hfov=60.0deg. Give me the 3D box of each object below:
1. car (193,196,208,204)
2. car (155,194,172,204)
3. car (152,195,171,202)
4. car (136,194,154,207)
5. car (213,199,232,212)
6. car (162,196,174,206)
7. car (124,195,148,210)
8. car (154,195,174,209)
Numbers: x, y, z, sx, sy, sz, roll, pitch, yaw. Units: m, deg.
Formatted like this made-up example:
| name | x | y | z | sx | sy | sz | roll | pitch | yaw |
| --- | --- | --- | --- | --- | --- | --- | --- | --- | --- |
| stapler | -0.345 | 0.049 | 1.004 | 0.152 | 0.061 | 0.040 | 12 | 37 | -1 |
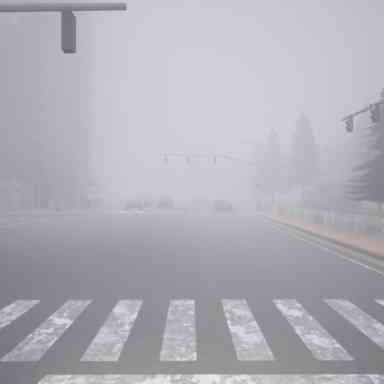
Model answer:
| name | x | y | z | sx | sy | sz | roll | pitch | yaw |
| --- | --- | --- | --- | --- | --- | --- | --- | --- | --- |
| car | 1.670 | 1.513 | 64.736 | 1.812 | 1.442 | 4.674 | 0 | 0 | -16 |
| car | -5.514 | 1.339 | 64.166 | 2.097 | 1.767 | 4.553 | 0 | 0 | -19 |
| car | -6.877 | 1.485 | 74.183 | 1.837 | 1.490 | 4.892 | 0 | 0 | -39 |
| car | -7.209 | 1.481 | 51.098 | 2.128 | 1.511 | 4.902 | 0 | 0 | -1 |
| car | 3.600 | 1.556 | 39.497 | 1.994 | 1.385 | 4.181 | 0 | 0 | 0 |
| car | -3.921 | 1.467 | 55.118 | 1.882 | 1.535 | 5.008 | 0 | 0 | -4 |
| car | -7.083 | 1.517 | 41.832 | 1.812 | 1.442 | 4.674 | 0 | 0 | 0 |
| car | -3.581 | 1.343 | 45.912 | 2.097 | 1.767 | 4.553 | 0 | 0 | 0 |
